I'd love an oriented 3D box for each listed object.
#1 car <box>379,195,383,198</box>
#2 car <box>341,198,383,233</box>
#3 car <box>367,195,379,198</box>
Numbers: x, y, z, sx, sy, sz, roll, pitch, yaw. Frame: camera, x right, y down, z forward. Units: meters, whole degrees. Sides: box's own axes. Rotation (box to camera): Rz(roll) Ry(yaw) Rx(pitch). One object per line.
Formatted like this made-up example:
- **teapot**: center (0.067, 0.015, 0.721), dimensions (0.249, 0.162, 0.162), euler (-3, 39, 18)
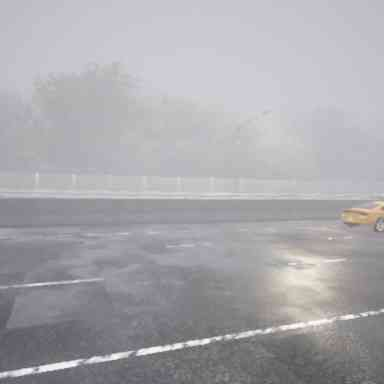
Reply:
- **car**: center (24.645, 1.157, 38.531), dimensions (5.008, 1.535, 1.882), euler (1, 1, -20)
- **car**: center (10.499, 1.274, 18.087), dimensions (5.008, 1.535, 1.882), euler (1, 1, -21)
- **car**: center (23.270, 1.095, 41.750), dimensions (4.892, 1.490, 1.837), euler (0, 1, -20)
